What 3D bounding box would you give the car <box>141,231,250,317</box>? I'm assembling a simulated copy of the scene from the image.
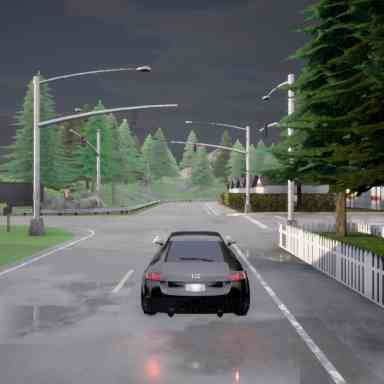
[{"bbox_3d":[0.075,1.564,7.553,1.994,1.385,4.181,0,0,1],"label":"car"}]
